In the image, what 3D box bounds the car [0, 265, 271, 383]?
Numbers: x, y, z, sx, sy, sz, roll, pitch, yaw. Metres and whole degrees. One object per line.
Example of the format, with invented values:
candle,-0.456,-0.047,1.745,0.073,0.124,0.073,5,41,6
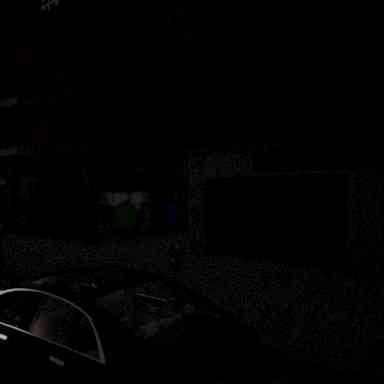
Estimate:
car,-1.324,1.552,3.793,4.403,1.369,2.008,0,0,36
